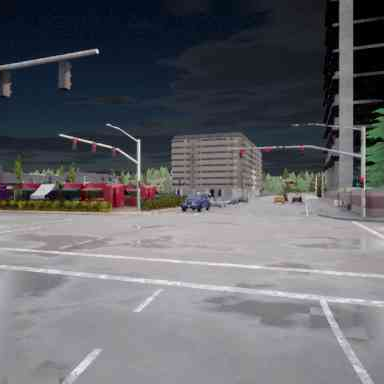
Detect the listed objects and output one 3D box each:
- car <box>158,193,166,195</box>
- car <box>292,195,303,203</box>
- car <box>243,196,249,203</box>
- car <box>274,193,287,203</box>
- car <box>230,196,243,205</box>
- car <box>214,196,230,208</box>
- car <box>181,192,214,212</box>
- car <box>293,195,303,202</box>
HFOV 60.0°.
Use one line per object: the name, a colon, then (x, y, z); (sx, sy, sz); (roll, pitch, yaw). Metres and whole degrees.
car: (-8.052, 1.209, 81.411); (4.605, 1.855, 1.932); (0, 0, 19)
car: (21.376, 1.478, 67.598); (1.882, 1.535, 5.008); (0, 0, 19)
car: (10.270, 1.547, 67.649); (2.033, 1.411, 5.357); (0, 0, 19)
car: (18.161, 1.478, 68.999); (1.882, 1.535, 5.008); (0, 0, 19)
car: (6.807, 1.491, 57.658); (2.128, 1.511, 4.902); (0, 0, 19)
car: (3.693, 1.601, 48.537); (1.895, 1.301, 4.718); (0, 0, 19)
car: (0.554, 1.221, 39.292); (2.150, 2.045, 5.566); (0, 0, 19)
car: (24.658, 1.525, 77.345); (2.128, 1.511, 4.902); (0, 0, 19)
